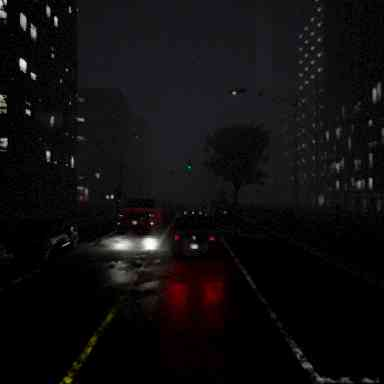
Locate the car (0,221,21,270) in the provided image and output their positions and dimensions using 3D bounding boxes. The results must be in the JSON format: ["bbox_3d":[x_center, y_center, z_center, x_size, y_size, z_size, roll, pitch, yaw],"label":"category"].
[{"bbox_3d":[-5.689,1.553,6.802,1.752,1.417,4.829,0,0,0],"label":"car"}]

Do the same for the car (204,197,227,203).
[{"bbox_3d":[2.687,1.467,34.588,2.192,1.841,5.009,0,0,0],"label":"car"}]

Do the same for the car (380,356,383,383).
[{"bbox_3d":[2.693,1.572,1.449,1.947,1.339,4.313,0,0,0],"label":"car"}]

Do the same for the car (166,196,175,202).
[{"bbox_3d":[-5.702,1.879,89.104,1.967,1.590,4.097,0,0,0],"label":"car"}]

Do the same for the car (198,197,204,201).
[{"bbox_3d":[2.681,1.857,66.974,1.887,1.381,4.507,0,0,0],"label":"car"}]

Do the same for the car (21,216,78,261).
[{"bbox_3d":[-5.690,1.618,12.494,1.947,1.339,4.313,0,0,0],"label":"car"}]

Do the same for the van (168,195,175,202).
[{"bbox_3d":[-5.703,1.812,94.638,1.690,1.788,3.998,0,0,0],"label":"van"}]

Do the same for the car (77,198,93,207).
[{"bbox_3d":[-16.432,1.554,47.567,4.403,1.369,2.008,1,-1,-1],"label":"car"}]

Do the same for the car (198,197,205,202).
[{"bbox_3d":[2.677,2.053,94.636,1.802,1.307,4.206,0,0,0],"label":"car"}]

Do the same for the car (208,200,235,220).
[{"bbox_3d":[2.688,1.692,29.063,1.947,1.339,4.313,0,0,0],"label":"car"}]

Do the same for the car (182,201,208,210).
[{"bbox_3d":[0.090,1.726,28.783,1.895,1.301,4.718,0,0,0],"label":"car"}]

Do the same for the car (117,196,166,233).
[{"bbox_3d":[-3.101,1.310,20.789,2.150,2.045,5.566,0,0,0],"label":"car"}]

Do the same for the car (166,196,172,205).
[{"bbox_3d":[-5.699,1.864,66.973,2.008,1.369,4.403,0,0,0],"label":"car"}]

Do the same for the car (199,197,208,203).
[{"bbox_3d":[2.679,1.900,78.210,1.752,1.417,4.829,0,0,0],"label":"car"}]

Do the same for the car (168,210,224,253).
[{"bbox_3d":[0.093,1.659,14.018,1.895,1.301,4.718,0,0,0],"label":"car"}]

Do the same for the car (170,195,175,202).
[{"bbox_3d":[-5.701,1.925,78.039,2.008,1.369,4.403,0,0,0],"label":"car"}]
